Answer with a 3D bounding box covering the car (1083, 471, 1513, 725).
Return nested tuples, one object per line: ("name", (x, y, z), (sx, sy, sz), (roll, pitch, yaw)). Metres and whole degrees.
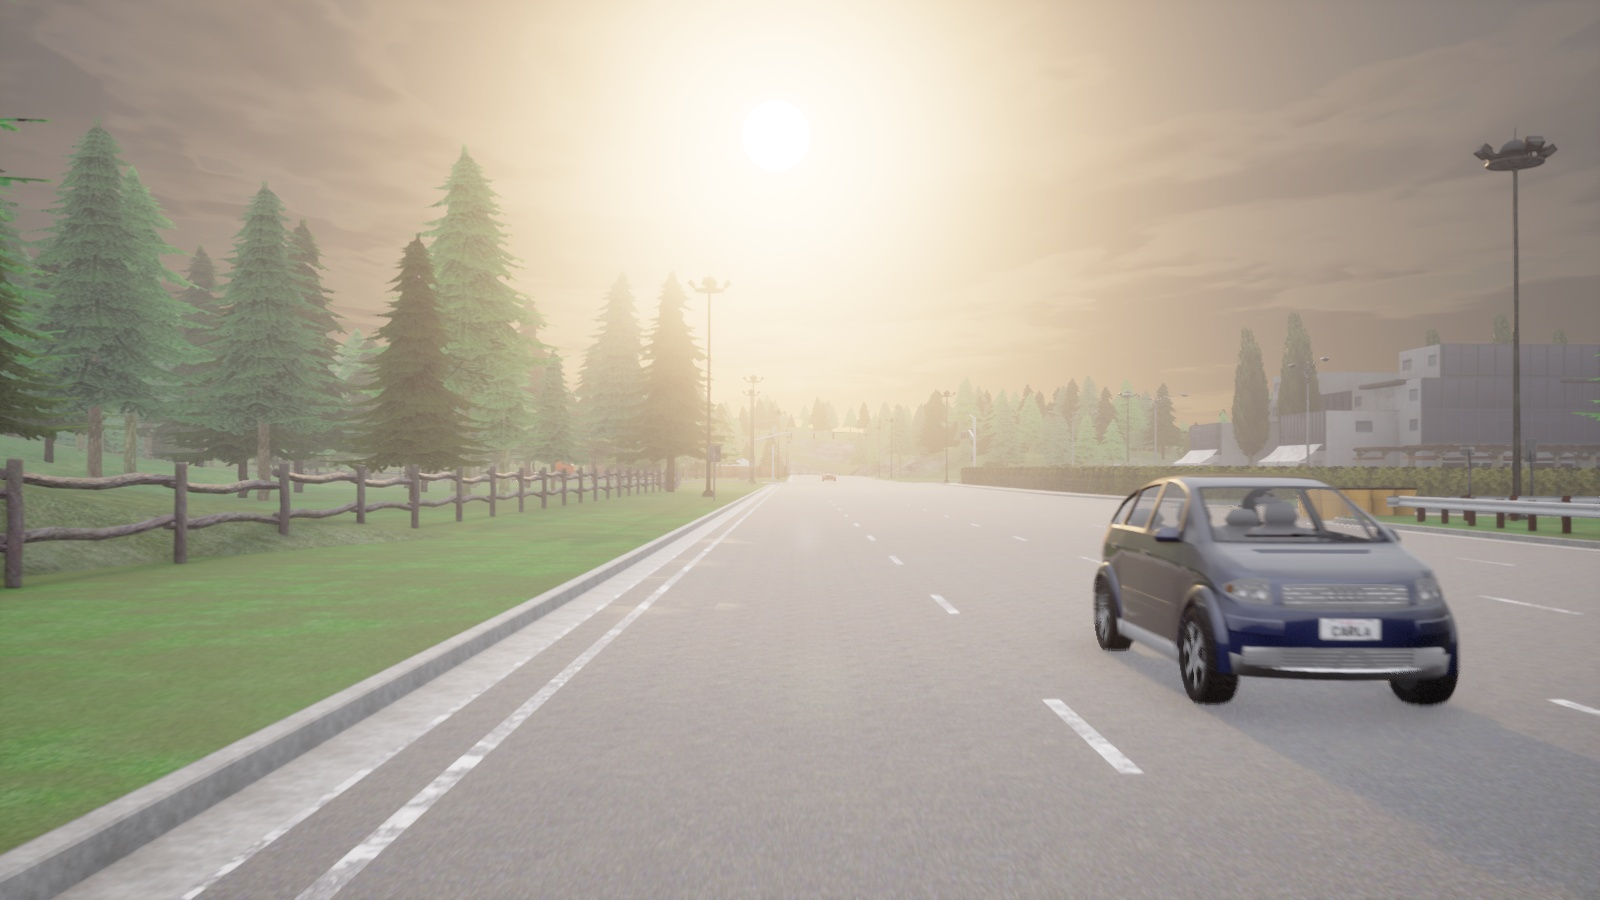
("car", (3.478, 0.940, 9.573), (1.789, 1.549, 3.705), (0, -1, 0))
